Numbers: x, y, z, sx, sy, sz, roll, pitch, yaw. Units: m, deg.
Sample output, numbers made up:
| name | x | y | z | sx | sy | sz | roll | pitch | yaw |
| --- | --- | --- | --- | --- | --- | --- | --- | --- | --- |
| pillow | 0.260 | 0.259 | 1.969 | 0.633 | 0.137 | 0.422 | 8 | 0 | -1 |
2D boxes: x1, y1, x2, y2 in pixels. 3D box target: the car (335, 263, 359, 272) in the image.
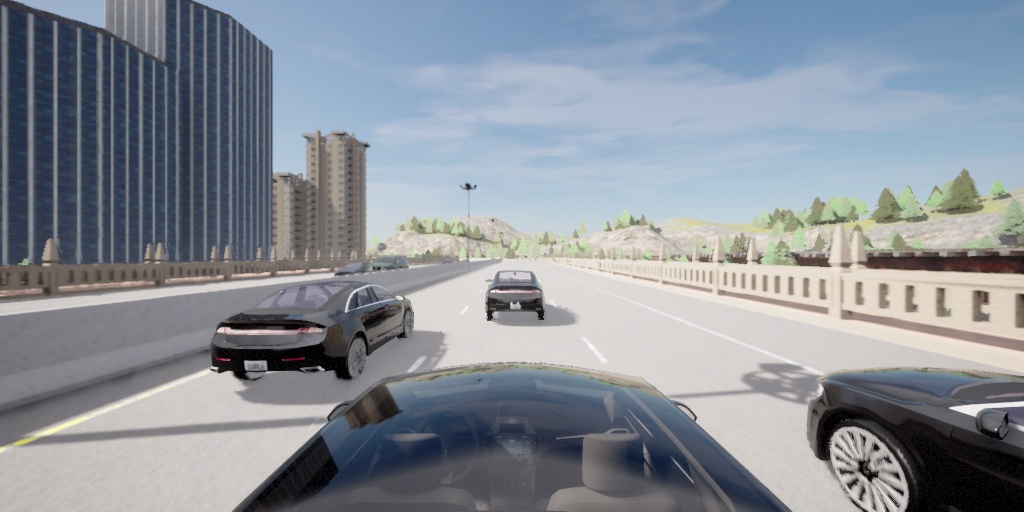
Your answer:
| name | x | y | z | sx | sy | sz | roll | pitch | yaw |
| --- | --- | --- | --- | --- | --- | --- | --- | --- | --- |
| car | -14.054 | 1.299 | 32.719 | 2.033 | 1.411 | 5.357 | 0 | 0 | 1 |

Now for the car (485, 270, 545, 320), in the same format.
| name | x | y | z | sx | sy | sz | roll | pitch | yaw |
| --- | --- | --- | --- | --- | --- | --- | --- | --- | --- |
| car | 0.101 | 1.242 | 12.692 | 2.128 | 1.511 | 4.902 | 0 | 0 | 0 |

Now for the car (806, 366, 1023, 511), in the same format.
| name | x | y | z | sx | sy | sz | roll | pitch | yaw |
| --- | --- | --- | --- | --- | --- | --- | --- | --- | --- |
| car | 3.599 | 1.241 | 1.264 | 2.128 | 1.511 | 4.902 | 0 | 0 | 0 |

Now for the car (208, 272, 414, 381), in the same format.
| name | x | y | z | sx | sy | sz | roll | pitch | yaw |
| --- | --- | --- | --- | --- | --- | --- | --- | --- | --- |
| car | -3.402 | 1.242 | 7.187 | 2.128 | 1.511 | 4.902 | 0 | 0 | 0 |

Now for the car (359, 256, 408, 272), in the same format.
| name | x | y | z | sx | sy | sz | roll | pitch | yaw |
| --- | --- | --- | --- | --- | --- | --- | --- | --- | --- |
| car | -10.567 | 0.974 | 30.647 | 2.150 | 2.045 | 5.566 | 0 | 0 | 0 |
